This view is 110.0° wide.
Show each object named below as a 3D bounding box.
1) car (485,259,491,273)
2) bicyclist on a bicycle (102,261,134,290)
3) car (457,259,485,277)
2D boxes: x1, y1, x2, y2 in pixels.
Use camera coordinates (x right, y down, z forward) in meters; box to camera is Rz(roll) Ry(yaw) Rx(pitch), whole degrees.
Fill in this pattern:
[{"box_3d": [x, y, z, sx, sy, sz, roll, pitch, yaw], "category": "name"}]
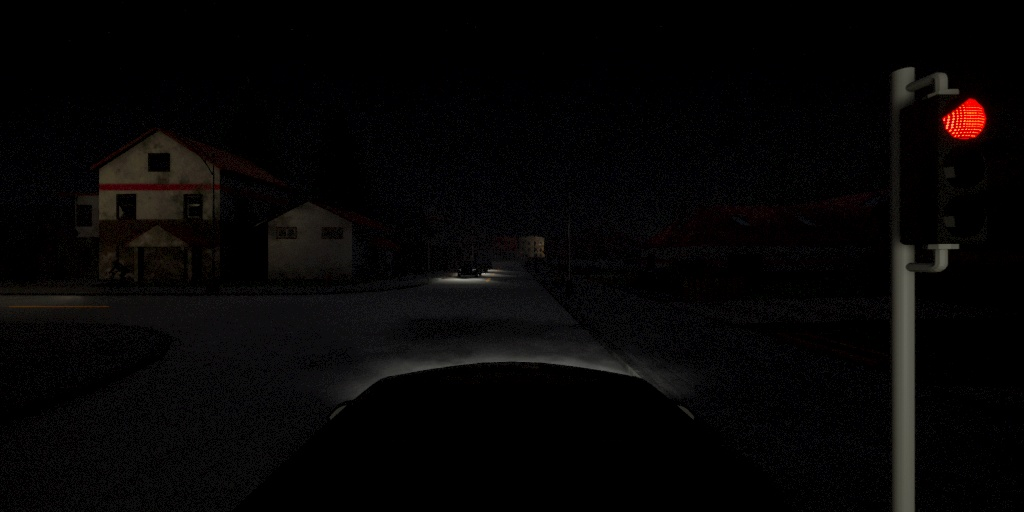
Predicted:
[{"box_3d": [-4.091, 1.238, 44.964, 1.882, 1.535, 5.008, 0, 0, 0], "category": "car"}, {"box_3d": [-22.539, 1.103, 20.528, 0.582, 1.620, 1.656, 0, 0, 0], "category": "bicyclist on a bicycle"}, {"box_3d": [-4.113, 1.236, 35.310, 1.882, 1.535, 5.008, 0, 0, 2], "category": "car"}]
